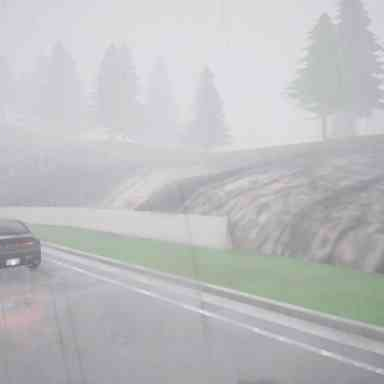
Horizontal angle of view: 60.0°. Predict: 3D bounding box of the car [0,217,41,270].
[{"bbox_3d":[-6.293,1.536,10.248,4.892,1.490,1.837,0,0,45],"label":"car"}]
